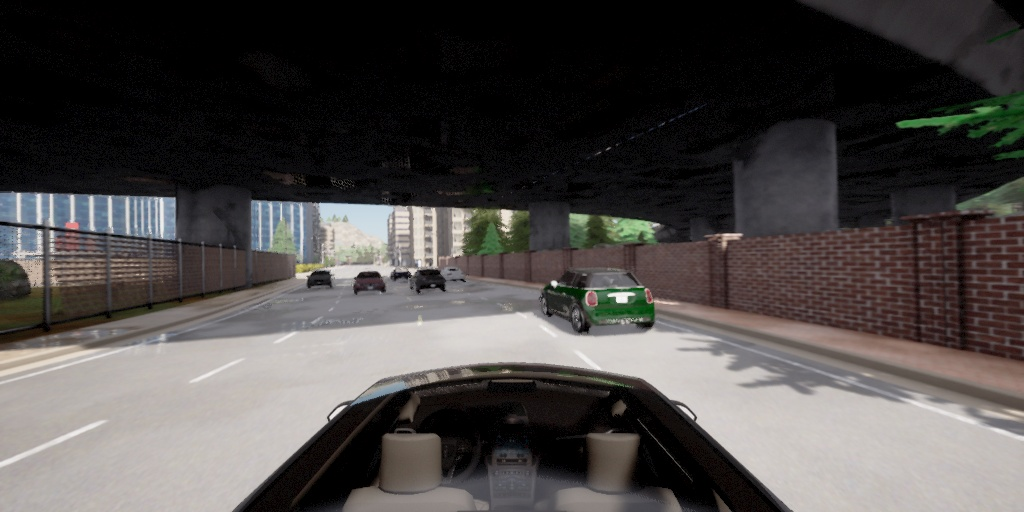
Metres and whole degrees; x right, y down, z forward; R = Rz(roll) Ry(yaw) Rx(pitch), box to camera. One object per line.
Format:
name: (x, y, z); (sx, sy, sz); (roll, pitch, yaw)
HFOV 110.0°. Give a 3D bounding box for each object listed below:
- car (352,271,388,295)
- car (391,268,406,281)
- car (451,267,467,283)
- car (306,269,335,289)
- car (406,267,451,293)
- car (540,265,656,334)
car: (-9.467, 1.711, 23.787); (1.812, 1.442, 4.674); (-1, -1, -24)
car: (-12.276, 2.003, 39.506); (1.895, 1.301, 4.718); (-1, -1, -23)
car: (-5.628, 1.709, 32.953); (1.812, 1.442, 4.674); (-1, -1, -23)
car: (-16.237, 1.913, 30.580); (1.837, 1.490, 4.892); (-1, -1, -23)
car: (-5.762, 1.609, 24.260); (1.837, 1.490, 4.892); (-1, 0, -22)
car: (2.359, 1.139, 11.090); (2.097, 1.767, 4.553); (-1, -1, -11)
